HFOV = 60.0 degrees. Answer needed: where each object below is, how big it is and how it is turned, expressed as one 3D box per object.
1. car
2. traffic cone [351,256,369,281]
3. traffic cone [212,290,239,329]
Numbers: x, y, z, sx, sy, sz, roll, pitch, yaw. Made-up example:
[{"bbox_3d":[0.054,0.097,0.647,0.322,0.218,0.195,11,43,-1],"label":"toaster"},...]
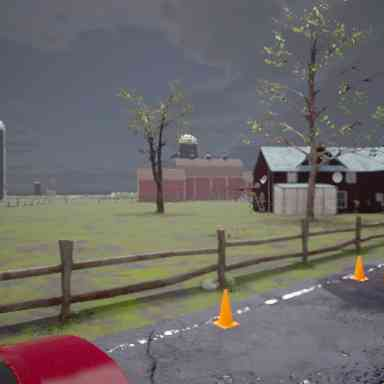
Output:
[{"bbox_3d":[-2.493,1.484,0.849,5.008,1.535,1.882,0,0,-36],"label":"car"},{"bbox_3d":[4.433,1.999,8.800,0.340,0.580,0.340,0,0,-39],"label":"traffic cone"},{"bbox_3d":[0.585,1.984,5.740,0.340,0.580,0.340,0,0,-38],"label":"traffic cone"}]
